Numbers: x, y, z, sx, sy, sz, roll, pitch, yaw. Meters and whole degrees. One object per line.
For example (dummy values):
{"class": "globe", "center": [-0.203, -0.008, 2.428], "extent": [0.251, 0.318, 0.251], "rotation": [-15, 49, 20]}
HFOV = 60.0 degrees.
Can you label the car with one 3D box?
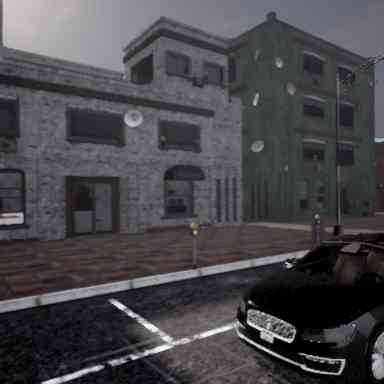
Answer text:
{"class": "car", "center": [2.883, 1.508, 5.435], "extent": [4.892, 1.490, 1.837], "rotation": [0, 0, -35]}
